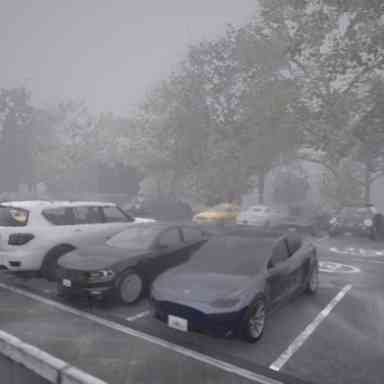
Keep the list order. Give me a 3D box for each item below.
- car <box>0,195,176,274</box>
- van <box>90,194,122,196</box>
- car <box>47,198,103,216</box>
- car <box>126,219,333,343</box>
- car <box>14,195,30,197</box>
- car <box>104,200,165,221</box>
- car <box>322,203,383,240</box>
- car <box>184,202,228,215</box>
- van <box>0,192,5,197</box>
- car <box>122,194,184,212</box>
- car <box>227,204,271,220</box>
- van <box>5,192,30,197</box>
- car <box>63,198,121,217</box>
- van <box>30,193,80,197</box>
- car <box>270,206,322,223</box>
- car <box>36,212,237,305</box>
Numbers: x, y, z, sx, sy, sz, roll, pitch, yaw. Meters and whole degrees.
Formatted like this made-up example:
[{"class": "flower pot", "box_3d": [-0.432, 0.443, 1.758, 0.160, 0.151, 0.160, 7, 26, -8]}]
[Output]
[{"class": "car", "box_3d": [-3.271, 1.273, 10.348, 2.435, 2.045, 5.566, 1, 0, 36]}, {"class": "van", "box_3d": [-6.833, 1.158, 29.205, 1.878, 1.987, 4.442, 1, 0, 36]}, {"class": "car", "box_3d": [-11.265, 1.379, 32.314, 2.163, 1.488, 4.792, 0, 0, 36]}, {"class": "car", "box_3d": [1.186, 1.607, 7.041, 2.163, 1.488, 4.792, 1, 0, 36]}, {"class": "car", "box_3d": [-15.761, 1.335, 35.547, 2.097, 1.535, 5.008, 0, 0, 36]}, {"class": "car", "box_3d": [-4.578, 1.439, 27.389, 2.163, 1.488, 4.792, 1, 0, 36]}, {"class": "car", "box_3d": [8.806, 1.443, 17.747, 2.185, 1.767, 4.553, 1, 0, 36]}, {"class": "car", "box_3d": [2.053, 1.487, 22.381, 1.946, 1.575, 5.366, 1, 0, 36]}, {"class": "van", "box_3d": [-20.316, 1.104, 38.703, 1.878, 1.987, 4.442, 0, 0, 36]}, {"class": "car", "box_3d": [-2.302, 1.185, 25.807, 2.435, 2.045, 5.566, 1, 0, 36]}, {"class": "car", "box_3d": [4.402, 1.557, 20.902, 2.002, 1.452, 4.674, 1, 0, 36]}, {"class": "van", "box_3d": [-17.937, 1.107, 37.264, 1.878, 1.987, 4.442, 0, 0, 36]}, {"class": "car", "box_3d": [-9.129, 1.393, 30.763, 2.163, 1.488, 4.792, 1, 0, 36]}, {"class": "van", "box_3d": [-13.572, 1.115, 33.818, 1.878, 1.987, 4.442, 0, 0, 36]}, {"class": "car", "box_3d": [6.628, 1.573, 19.253, 2.163, 1.488, 4.792, 1, 0, 36]}, {"class": "car", "box_3d": [-1.040, 1.551, 8.700, 2.097, 1.535, 5.008, 1, 0, 36]}]
